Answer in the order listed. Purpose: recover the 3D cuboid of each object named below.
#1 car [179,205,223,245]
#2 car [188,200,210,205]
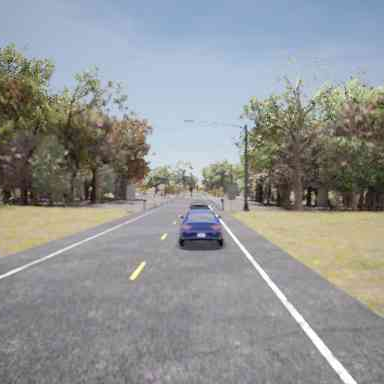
[{"bbox_3d":[0.409,1.525,15.301,1.812,1.442,4.674,0,0,1],"label":"car"},{"bbox_3d":[0.701,1.505,32.580,1.837,1.490,4.892,0,0,1],"label":"car"}]
